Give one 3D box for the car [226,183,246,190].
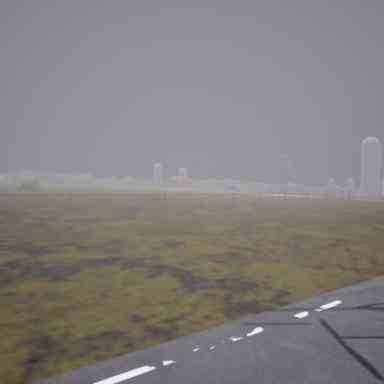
[{"bbox_3d":[9.242,-1.061,69.858,2.128,1.511,4.902,1,2,-36],"label":"car"}]
